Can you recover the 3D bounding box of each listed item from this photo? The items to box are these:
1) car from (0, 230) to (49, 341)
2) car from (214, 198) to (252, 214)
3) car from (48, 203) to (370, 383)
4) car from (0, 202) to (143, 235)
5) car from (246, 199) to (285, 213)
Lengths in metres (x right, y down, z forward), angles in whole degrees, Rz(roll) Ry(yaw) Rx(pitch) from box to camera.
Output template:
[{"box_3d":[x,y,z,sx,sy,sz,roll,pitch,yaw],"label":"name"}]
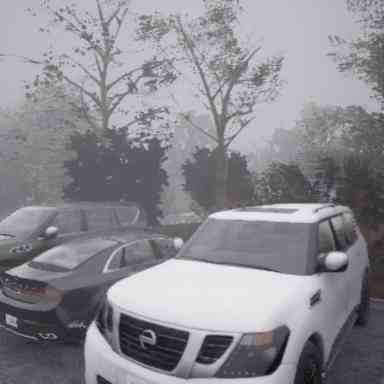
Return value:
[{"box_3d":[-1.102,1.519,6.593,2.231,1.521,4.892,-1,0,35],"label":"car"},{"box_3d":[5.154,1.672,41.451,4.553,1.767,2.097,-1,-1,-40],"label":"car"},{"box_3d":[1.163,1.239,4.964,2.435,2.045,5.566,-1,0,35],"label":"car"},{"box_3d":[-3.297,1.296,8.118,2.435,2.045,5.566,-1,0,35],"label":"car"},{"box_3d":[8.958,1.722,40.164,4.892,1.490,1.837,0,-3,-39],"label":"car"}]
